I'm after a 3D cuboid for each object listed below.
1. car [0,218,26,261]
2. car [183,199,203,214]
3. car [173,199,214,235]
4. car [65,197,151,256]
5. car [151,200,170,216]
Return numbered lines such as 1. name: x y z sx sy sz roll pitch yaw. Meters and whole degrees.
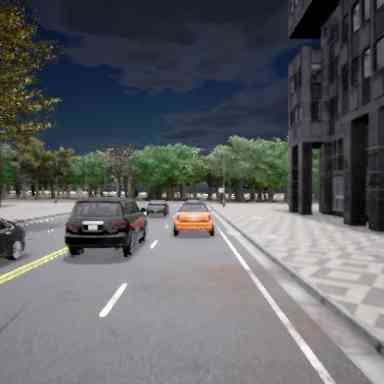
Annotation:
1. car: -6.598 1.498 9.479 1.837 1.490 4.892 0 0 0
2. car: 0.091 1.491 36.148 2.033 1.411 5.357 0 0 0
3. car: 0.095 1.338 18.738 2.097 1.767 4.553 0 0 0
4. car: -3.154 1.214 13.258 2.150 2.045 5.566 0 0 0
5. car: -3.158 1.449 31.443 2.128 1.511 4.902 0 0 0
